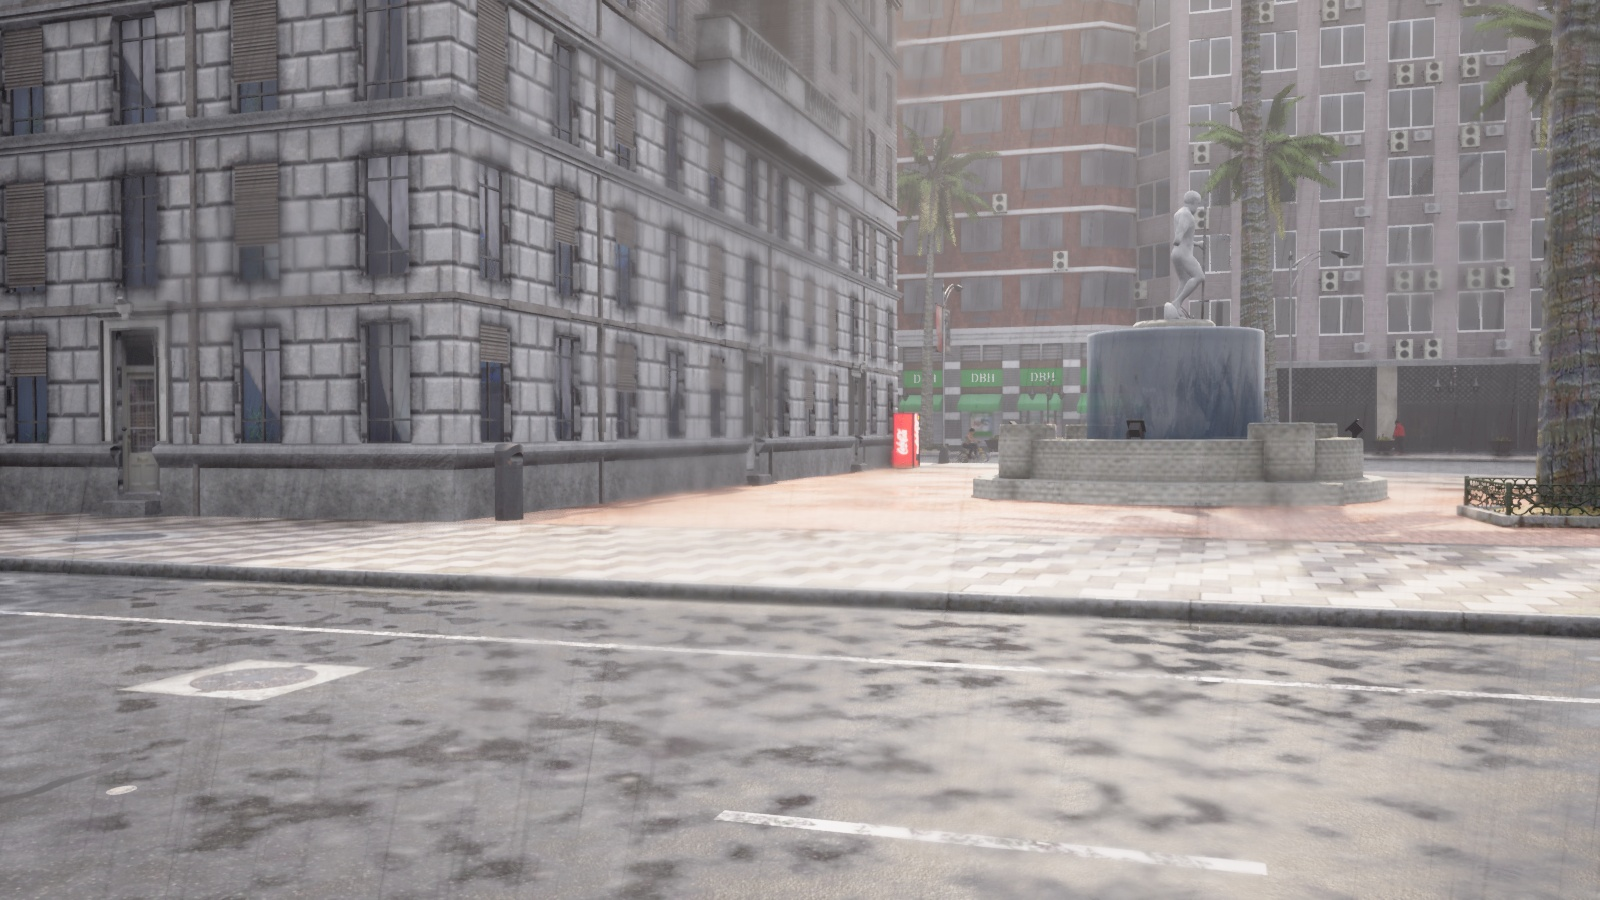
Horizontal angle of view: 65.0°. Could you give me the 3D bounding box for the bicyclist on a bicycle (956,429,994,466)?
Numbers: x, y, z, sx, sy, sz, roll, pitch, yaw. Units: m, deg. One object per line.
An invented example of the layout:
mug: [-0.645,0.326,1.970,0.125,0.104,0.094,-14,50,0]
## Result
bicyclist on a bicycle: [7.925,-0.117,56.792,1.509,1.612,0.866,1,2,29]

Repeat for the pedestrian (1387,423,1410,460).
pedestrian: [30.303,-0.421,63.607,0.899,1.844,0.634,1,1,43]
